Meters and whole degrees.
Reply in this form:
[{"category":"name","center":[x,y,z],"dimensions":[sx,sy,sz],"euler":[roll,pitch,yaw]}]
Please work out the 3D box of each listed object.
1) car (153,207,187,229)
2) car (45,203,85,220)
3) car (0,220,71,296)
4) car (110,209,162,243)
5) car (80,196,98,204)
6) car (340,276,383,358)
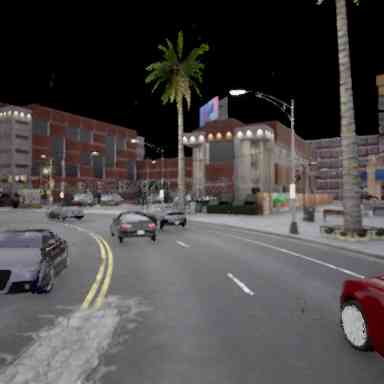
[{"category":"car","center":[-2.034,1.788,23.422],"dimensions":[2.128,1.511,4.902],"euler":[0,-1,-26]},{"category":"car","center":[-12.329,1.999,32.040],"dimensions":[2.033,1.411,5.357],"euler":[0,-1,-45]},{"category":"car","center":[-4.521,1.696,8.818],"dimensions":[1.994,1.385,4.181],"euler":[0,-1,-10]},{"category":"car","center":[-3.194,1.758,17.653],"dimensions":[1.812,1.442,4.674],"euler":[0,-1,-21]},{"category":"car","center":[-21.257,2.145,64.564],"dimensions":[4.553,1.767,2.185],"euler":[-1,-1,29]},{"category":"car","center":[3.335,1.503,3.266],"dimensions":[1.882,1.535,5.008],"euler":[0,-1,-3]}]
